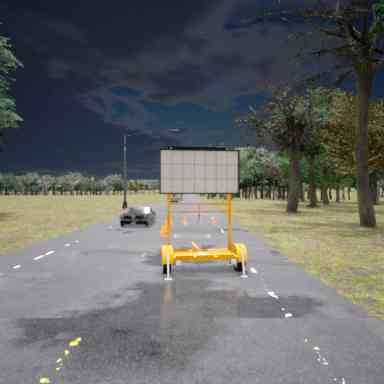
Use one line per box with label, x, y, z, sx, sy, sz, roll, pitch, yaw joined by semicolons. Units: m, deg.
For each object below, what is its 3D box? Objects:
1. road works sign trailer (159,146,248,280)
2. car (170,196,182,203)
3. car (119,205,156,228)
road works sign trailer;0.200;0.461;10.005;2.380;3.560;2.880;0;0;-8
car;-3.522;1.612;62.996;2.033;1.411;5.357;0;0;1
car;-3.590;1.600;22.555;1.895;1.301;4.718;0;0;0
